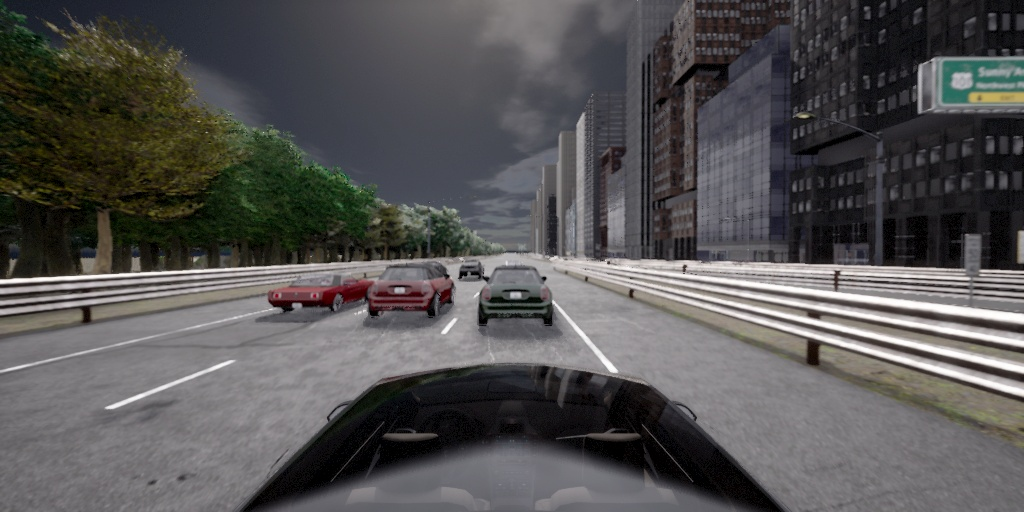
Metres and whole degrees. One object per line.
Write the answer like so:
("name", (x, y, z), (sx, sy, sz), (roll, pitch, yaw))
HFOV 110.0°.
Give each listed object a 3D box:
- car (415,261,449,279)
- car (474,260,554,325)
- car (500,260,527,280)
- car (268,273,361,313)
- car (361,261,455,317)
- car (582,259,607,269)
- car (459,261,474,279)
("car", (-6.890, 1.188, 31.259), (1.994, 1.385, 4.181), (0, 0, 0))
("car", (0.103, 1.057, 11.721), (2.097, 1.767, 4.553), (0, 0, 0))
("car", (0.111, 1.117, 30.699), (2.128, 1.511, 4.902), (0, 0, 0))
("car", (-6.903, 1.296, 13.742), (1.895, 1.301, 4.718), (0, 0, 0))
("car", (-3.397, 1.051, 12.980), (2.097, 1.767, 4.553), (0, 0, 0))
("car", (11.167, 1.132, 48.904), (1.837, 1.490, 4.892), (0, 0, -14))
("car", (-3.388, 1.130, 30.778), (1.837, 1.490, 4.892), (0, 0, 0))
